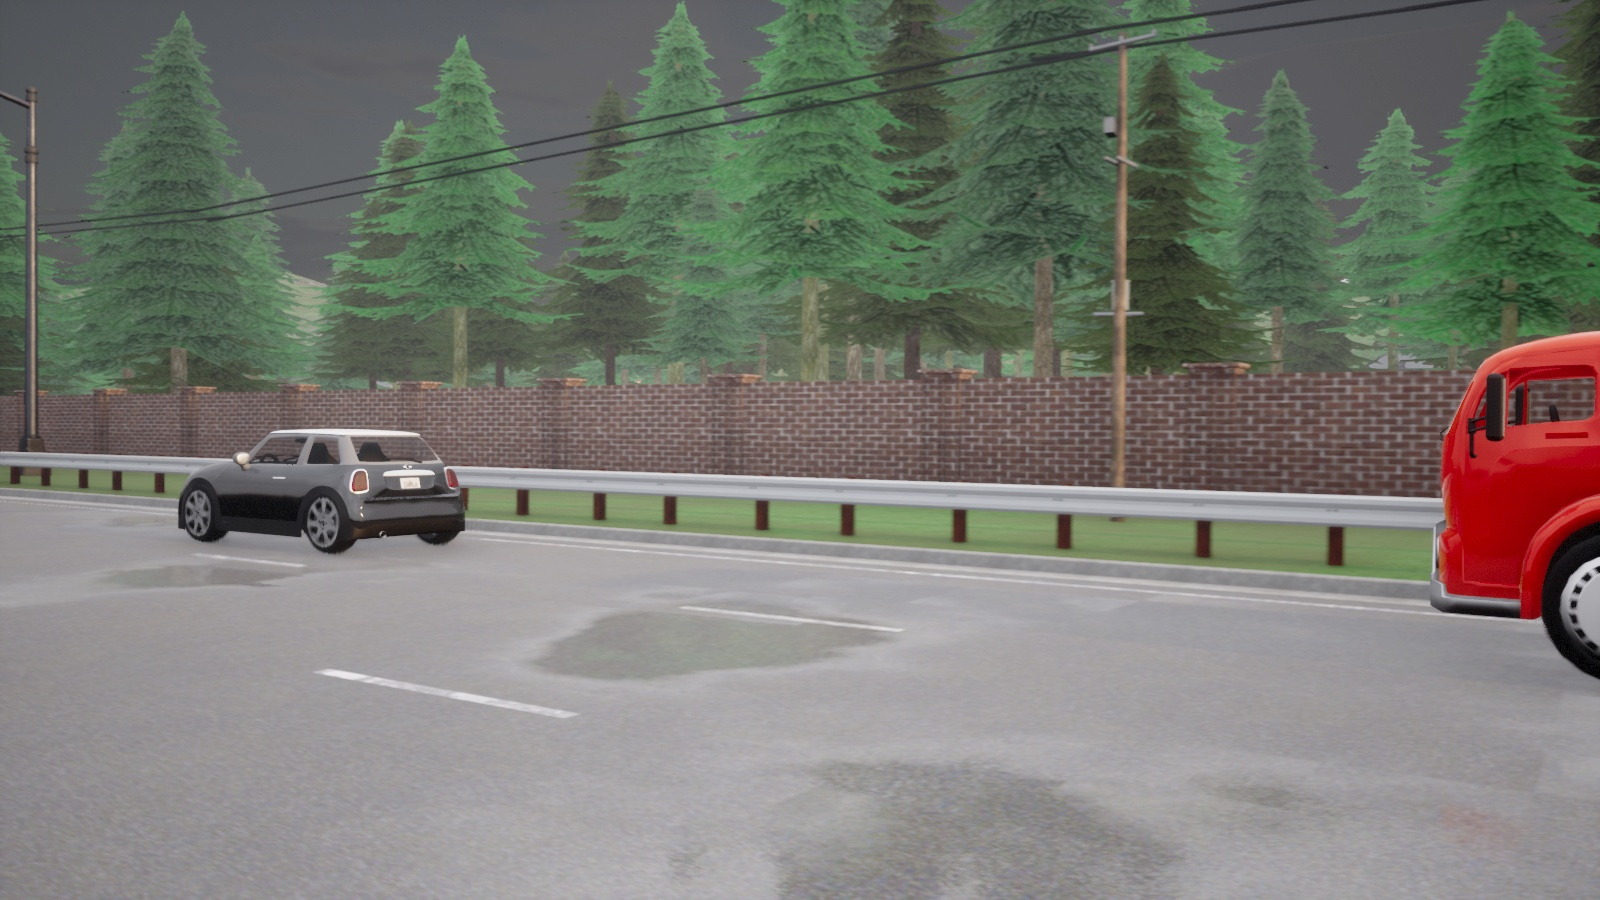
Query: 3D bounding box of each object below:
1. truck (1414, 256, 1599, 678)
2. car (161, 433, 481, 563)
[{"bbox_3d":[6.748,0.080,7.534,5.204,2.467,2.627,0,1,34],"label":"truck"},{"bbox_3d":[-6.184,0.533,16.130,3.806,1.475,1.970,0,1,34],"label":"car"}]
